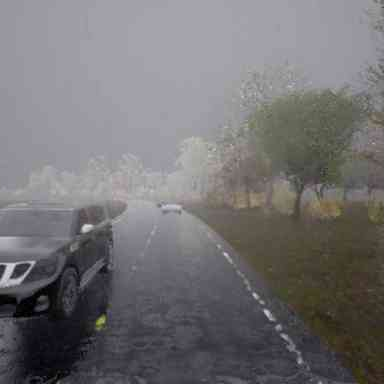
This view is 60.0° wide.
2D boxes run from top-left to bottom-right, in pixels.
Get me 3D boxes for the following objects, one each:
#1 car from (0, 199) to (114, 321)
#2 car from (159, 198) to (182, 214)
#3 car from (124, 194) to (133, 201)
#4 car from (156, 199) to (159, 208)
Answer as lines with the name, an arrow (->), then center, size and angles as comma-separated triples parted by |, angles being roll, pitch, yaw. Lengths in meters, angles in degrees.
car -> -3.267, 1.218, 7.589 | 2.150, 2.045, 5.566 | 0, 0, -2
car -> -2.145, 1.577, 34.333 | 1.895, 1.301, 4.718 | 0, 0, -7
car -> -16.095, 1.281, 84.241 | 2.097, 1.767, 4.553 | 0, 0, -17
car -> -4.062, 1.566, 47.312 | 1.895, 1.301, 4.718 | 0, 0, -10
